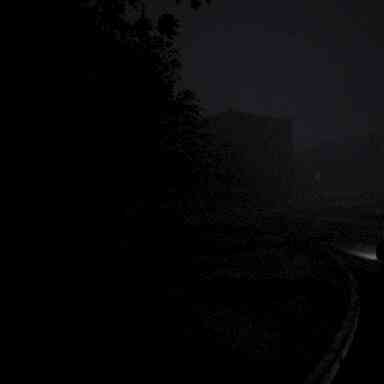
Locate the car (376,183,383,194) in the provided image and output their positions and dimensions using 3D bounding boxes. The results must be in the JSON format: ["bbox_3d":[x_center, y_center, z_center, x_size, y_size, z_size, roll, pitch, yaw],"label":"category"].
[{"bbox_3d":[36.588,-0.662,65.192,5.566,2.045,2.435,-4,2,-36],"label":"car"}]

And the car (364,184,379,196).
[{"bbox_3d":[31.922,-0.083,61.772,5.366,1.575,1.946,-4,2,-36],"label":"car"}]

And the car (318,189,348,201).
[{"bbox_3d":[23.019,0.548,55.260,5.366,1.575,1.946,-4,2,-36],"label":"car"}]

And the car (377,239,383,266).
[{"bbox_3d":[6.514,1.631,9.063,1.994,1.385,4.181,0,-1,19],"label":"car"}]

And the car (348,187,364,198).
[{"bbox_3d":[27.473,0.231,58.512,5.366,1.575,1.946,-4,2,-36],"label":"car"}]
